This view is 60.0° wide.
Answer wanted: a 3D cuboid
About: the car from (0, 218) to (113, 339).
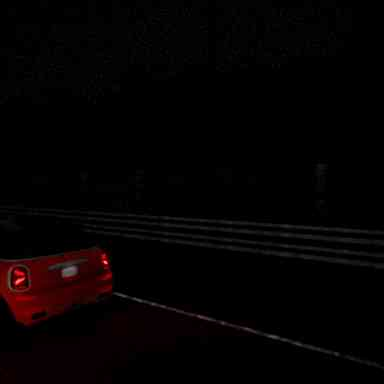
[{"bbox_3d":[-3.724,1.302,6.661,4.553,1.767,2.097,1,0,36],"label":"car"}]
